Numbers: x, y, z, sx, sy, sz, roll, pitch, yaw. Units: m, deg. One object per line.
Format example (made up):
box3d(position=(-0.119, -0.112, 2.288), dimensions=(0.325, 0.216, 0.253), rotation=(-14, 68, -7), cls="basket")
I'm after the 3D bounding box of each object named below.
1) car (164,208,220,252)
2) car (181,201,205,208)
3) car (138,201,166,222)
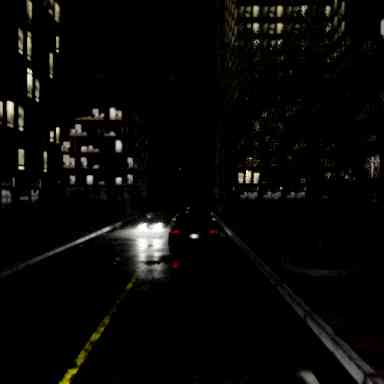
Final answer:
box3d(position=(0.086, 1.575, 14.053), dimensions=(1.994, 1.385, 4.181), rotation=(0, 0, 0), cls="car")
box3d(position=(0.087, 1.533, 29.450), dimensions=(1.837, 1.490, 4.892), rotation=(0, 0, 0), cls="car")
box3d(position=(-3.097, 1.516, 26.443), dimensions=(2.128, 1.511, 4.902), rotation=(0, 0, 0), cls="car")
